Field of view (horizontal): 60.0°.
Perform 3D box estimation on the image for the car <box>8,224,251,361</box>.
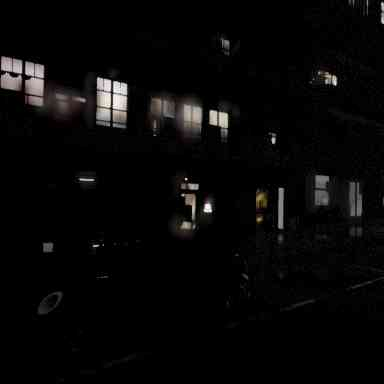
[{"bbox_3d":[-0.928,1.441,5.886,4.097,1.590,1.967,0,1,-36],"label":"car"}]
